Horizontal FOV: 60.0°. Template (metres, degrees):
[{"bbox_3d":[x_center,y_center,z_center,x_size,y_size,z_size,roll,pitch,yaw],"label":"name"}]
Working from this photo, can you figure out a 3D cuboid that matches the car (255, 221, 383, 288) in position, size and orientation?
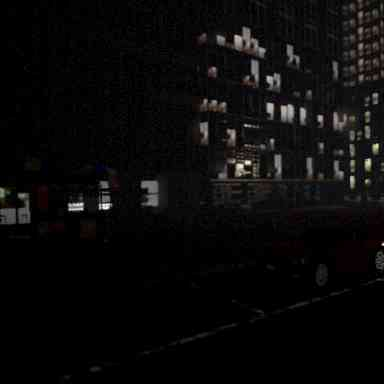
[{"bbox_3d":[3.701,1.543,9.209,4.507,1.381,1.887,0,-1,-35],"label":"car"}]
